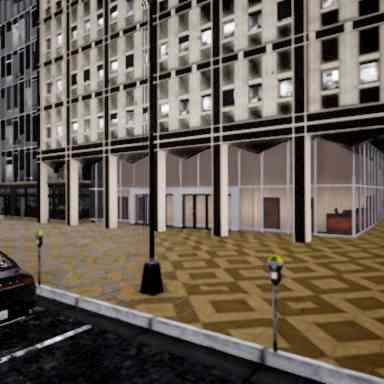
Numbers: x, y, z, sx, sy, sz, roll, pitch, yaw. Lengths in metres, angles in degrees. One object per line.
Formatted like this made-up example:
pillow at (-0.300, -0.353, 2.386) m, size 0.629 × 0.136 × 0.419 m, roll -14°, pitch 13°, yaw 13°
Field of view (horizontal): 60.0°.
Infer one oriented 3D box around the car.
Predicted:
car at (-4.623, 1.621, 6.165) m, size 4.403 × 1.369 × 2.008 m, roll -1°, pitch 0°, yaw 35°
